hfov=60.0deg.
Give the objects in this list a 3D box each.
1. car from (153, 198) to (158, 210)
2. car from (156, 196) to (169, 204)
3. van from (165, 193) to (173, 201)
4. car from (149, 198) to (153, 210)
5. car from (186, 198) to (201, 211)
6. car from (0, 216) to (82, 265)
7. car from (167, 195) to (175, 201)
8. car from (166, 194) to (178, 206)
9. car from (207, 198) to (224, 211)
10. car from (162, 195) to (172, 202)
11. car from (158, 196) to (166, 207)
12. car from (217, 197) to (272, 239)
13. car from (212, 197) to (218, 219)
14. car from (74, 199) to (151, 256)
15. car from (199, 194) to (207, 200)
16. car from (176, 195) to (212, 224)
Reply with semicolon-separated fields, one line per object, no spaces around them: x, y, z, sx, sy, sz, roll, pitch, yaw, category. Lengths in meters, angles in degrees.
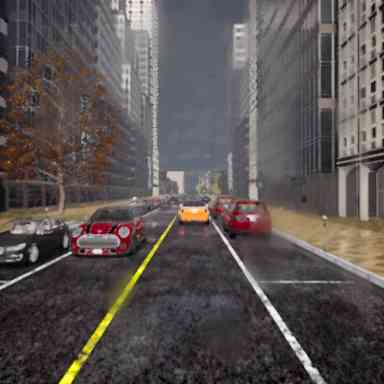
-5.585;1.539;40.036;1.947;1.339;4.313;0;0;0;car
-5.527;1.495;62.804;2.008;1.369;4.403;0;0;0;car
-5.483;1.260;79.881;1.690;1.788;3.998;0;0;0;van
-5.600;1.530;34.343;2.008;1.369;4.403;0;0;0;car
0.207;1.497;41.435;1.812;1.442;4.674;0;0;0;car
-5.658;1.546;11.574;2.008;1.369;4.403;0;0;0;car
-5.469;1.492;85.574;1.802;1.307;4.206;0;0;0;car
-2.932;1.460;54.157;1.837;1.490;4.892;0;0;0;car
2.796;1.497;40.171;1.752;1.417;4.829;0;0;0;car
-5.498;1.473;74.189;1.887;1.381;4.507;0;0;0;car
-5.556;1.542;51.419;1.802;1.307;4.206;0;0;0;car
2.738;1.306;17.233;2.192;1.841;5.009;0;0;0;car
2.767;1.298;28.618;2.192;1.841;5.009;0;0;0;car
-3.067;1.346;13.084;2.097;1.767;4.553;0;0;0;car
2.927;1.340;91.229;1.967;1.590;4.097;0;0;0;car
0.163;1.340;24.596;2.097;1.767;4.553;0;0;0;car
